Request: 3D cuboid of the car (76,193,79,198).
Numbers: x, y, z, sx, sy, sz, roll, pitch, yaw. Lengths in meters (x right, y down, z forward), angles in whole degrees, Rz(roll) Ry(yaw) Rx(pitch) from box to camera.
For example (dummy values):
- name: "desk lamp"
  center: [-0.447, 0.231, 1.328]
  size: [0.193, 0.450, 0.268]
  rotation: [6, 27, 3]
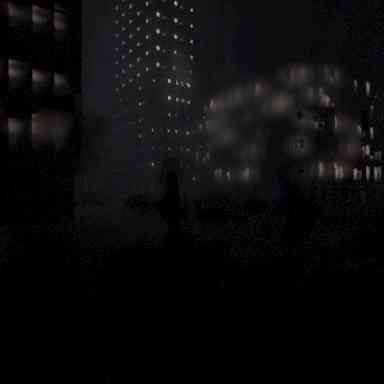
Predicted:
- name: "car"
  center: [-25.765, 0.671, 77.491]
  size: [2.008, 1.369, 4.403]
  rotation: [1, 0, -34]

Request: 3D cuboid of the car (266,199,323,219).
- name: "car"
  center: [8.528, 1.287, 27.288]
  size: [1.967, 1.590, 4.097]
  rotation: [1, 0, -34]

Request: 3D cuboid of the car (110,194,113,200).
- name: "car"
  center: [-16.413, 0.902, 63.799]
  size: [1.802, 1.307, 4.206]
  rotation: [1, 0, -34]

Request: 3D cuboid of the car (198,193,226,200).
- name: "car"
  center: [2.296, 1.030, 36.415]
  size: [2.192, 1.841, 5.009]
  rotation: [1, 0, -34]

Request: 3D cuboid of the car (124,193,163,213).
- name: "car"
  center: [-4.202, 1.015, 31.957]
  size: [2.192, 1.841, 5.009]
  rotation: [1, 0, -34]

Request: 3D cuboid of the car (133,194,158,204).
- name: "car"
  center: [-7.061, 1.084, 50.107]
  size: [1.947, 1.339, 4.313]
  rotation: [1, 0, -34]

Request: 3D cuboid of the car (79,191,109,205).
- name: "car"
  center: [-13.463, 1.030, 45.509]
  size: [1.752, 1.417, 4.829]
  rotation: [1, 0, -34]

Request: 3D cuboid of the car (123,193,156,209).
- name: "car"
  center: [-6.298, 0.971, 39.389]
  size: [2.097, 1.767, 4.553]
  rotation: [0, 0, -34]

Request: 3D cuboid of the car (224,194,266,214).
- name: "car"
  center: [5.411, 1.221, 31.852]
  size: [1.967, 1.590, 4.097]
  rotation: [1, 0, -34]

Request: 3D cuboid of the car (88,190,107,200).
- name: "car"
  center: [-19.526, 0.568, 68.363]
  size: [2.192, 1.841, 5.009]
  rotation: [1, 0, -34]

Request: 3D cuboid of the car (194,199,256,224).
- name: "car"
  center: [2.027, 1.413, 22.830]
  size: [1.802, 1.307, 4.206]
  rotation: [1, 0, -34]

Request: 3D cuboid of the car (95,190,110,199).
- name: "car"
  center: [-15.232, 0.607, 52.632]
  size: [2.128, 1.511, 4.902]
  rotation: [0, 1, -34]
